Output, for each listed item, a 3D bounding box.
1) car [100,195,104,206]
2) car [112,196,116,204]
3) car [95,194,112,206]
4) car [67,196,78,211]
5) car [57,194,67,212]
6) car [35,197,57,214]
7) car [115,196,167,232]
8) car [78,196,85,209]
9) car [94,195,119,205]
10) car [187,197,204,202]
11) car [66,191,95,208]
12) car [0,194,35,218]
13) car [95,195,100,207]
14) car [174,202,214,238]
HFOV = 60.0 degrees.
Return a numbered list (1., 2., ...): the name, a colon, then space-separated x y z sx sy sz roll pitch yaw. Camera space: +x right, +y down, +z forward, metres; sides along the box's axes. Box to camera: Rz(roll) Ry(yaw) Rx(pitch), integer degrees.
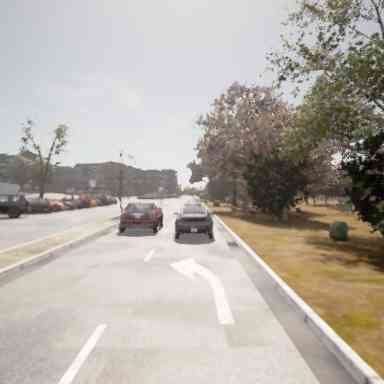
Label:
1. car: -16.775 1.651 52.496 4.674 1.452 2.002 -1 0 -20
2. car: -16.723 1.399 58.530 5.566 2.045 2.435 -1 -1 -20
3. car: -16.795 1.379 55.494 5.566 2.045 2.435 -1 0 -20
4. car: -16.807 1.538 40.491 4.892 1.521 2.231 -1 -1 -20
5. car: -16.835 1.395 37.482 4.553 1.767 2.185 -1 0 -20
6. car: -16.774 1.380 34.496 4.553 1.767 2.185 -1 0 -20
7. car: -2.900 1.336 19.927 2.097 1.767 4.553 0 0 0
8. car: -16.823 1.583 43.475 4.792 1.488 2.163 -1 0 -20
9. car: -16.633 1.564 64.544 4.553 1.767 2.185 -1 0 -19
10. car: 0.100 1.568 35.565 2.033 1.411 5.357 0 0 0
11. car: -16.823 1.321 46.481 5.566 2.045 2.435 -1 0 -20
12. car: -16.835 1.235 28.470 5.566 2.045 2.435 -1 0 -20
13. car: -16.964 1.590 49.429 5.366 1.575 1.946 -1 0 -20
14. car: 0.099 1.491 17.498 1.837 1.490 4.892 0 0 0
